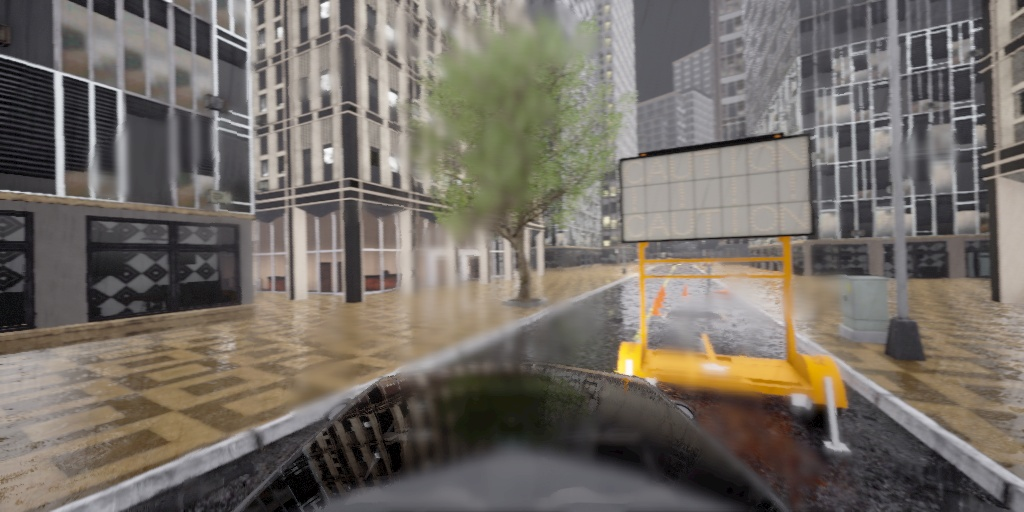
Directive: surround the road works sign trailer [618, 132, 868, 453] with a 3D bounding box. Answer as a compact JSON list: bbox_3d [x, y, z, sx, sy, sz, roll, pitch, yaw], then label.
[{"bbox_3d":[2.936,0.172,5.261,2.380,3.560,2.880,0,0,25],"label":"road works sign trailer"}]
